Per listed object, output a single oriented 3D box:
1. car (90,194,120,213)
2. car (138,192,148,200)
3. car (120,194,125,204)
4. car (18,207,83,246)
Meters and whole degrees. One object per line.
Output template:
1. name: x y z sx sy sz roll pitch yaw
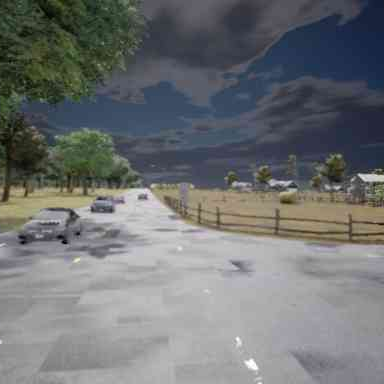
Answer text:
1. car: -8.717 1.106 33.030 2.097 1.767 4.553 1 0 -8
2. car: -9.983 0.832 67.945 2.128 1.511 4.902 1 1 -8
3. car: -11.210 1.059 50.618 1.812 1.442 4.674 1 0 -8
4. car: -6.119 1.416 14.916 1.812 1.442 4.674 1 0 -8
